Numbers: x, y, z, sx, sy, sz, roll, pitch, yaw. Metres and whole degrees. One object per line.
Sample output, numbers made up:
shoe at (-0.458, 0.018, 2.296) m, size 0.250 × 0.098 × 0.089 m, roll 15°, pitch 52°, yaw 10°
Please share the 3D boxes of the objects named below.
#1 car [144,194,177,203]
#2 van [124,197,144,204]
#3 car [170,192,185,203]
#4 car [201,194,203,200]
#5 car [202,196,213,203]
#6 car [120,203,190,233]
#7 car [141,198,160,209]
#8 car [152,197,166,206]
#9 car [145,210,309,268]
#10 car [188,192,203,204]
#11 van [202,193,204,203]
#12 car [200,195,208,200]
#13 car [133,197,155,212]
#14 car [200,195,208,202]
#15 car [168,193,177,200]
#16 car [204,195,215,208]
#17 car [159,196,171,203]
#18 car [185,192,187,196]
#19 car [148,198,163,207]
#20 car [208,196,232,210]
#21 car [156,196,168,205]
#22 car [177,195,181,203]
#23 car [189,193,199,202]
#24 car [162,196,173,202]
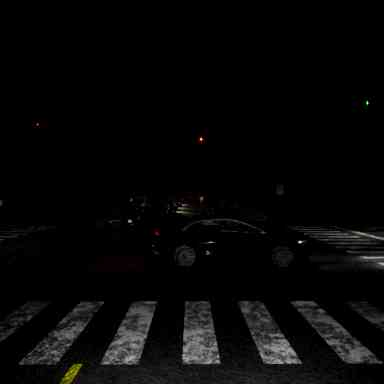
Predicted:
car at (-2.925, 1.353, 32.108) m, size 2.097 × 1.767 × 4.553 m, roll 0°, pitch 0°, yaw 2°
van at (-5.635, 1.342, 33.411) m, size 1.690 × 1.788 × 3.998 m, roll 0°, pitch 0°, yaw 0°
car at (-2.741, 1.224, 52.172) m, size 2.150 × 2.045 × 5.566 m, roll 0°, pitch 0°, yaw 1°
car at (3.087, 1.526, 61.870) m, size 1.752 × 1.417 × 4.829 m, roll 0°, pitch 0°, yaw 0°
car at (3.124, 1.550, 67.370) m, size 2.008 × 1.369 × 4.403 m, roll 0°, pitch 0°, yaw 0°
car at (-2.178, 1.564, 19.636) m, size 1.994 × 1.385 × 4.181 m, roll 0°, pitch 0°, yaw 37°
car at (-5.556, 1.568, 44.747) m, size 1.947 × 1.339 × 4.313 m, roll 0°, pitch 0°, yaw 0°
car at (-5.479, 1.568, 56.084) m, size 1.947 × 1.339 × 4.313 m, roll 0°, pitch 0°, yaw 0°
car at (1.166, 1.496, 10.675) m, size 4.902 × 1.511 × 2.128 m, roll 0°, pitch 0°, yaw 0°
car at (0.430, 1.222, 63.379) m, size 2.150 × 2.045 × 5.566 m, roll 0°, pitch 0°, yaw 0°
van at (3.046, 1.343, 56.031) m, size 1.690 × 1.788 × 3.998 m, roll 0°, pitch 0°, yaw 0°
car at (3.280, 1.556, 90.047) m, size 1.947 × 1.339 × 4.313 m, roll 0°, pitch 0°, yaw 0°
car at (-5.596, 1.442, 39.079) m, size 1.967 × 1.590 × 4.097 m, roll 0°, pitch 0°, yaw 0°
car at (2.890, 1.452, 79.541) m, size 1.801 × 1.575 × 5.366 m, roll 0°, pitch 0°, yaw 0°
car at (-5.246, 1.305, 90.093) m, size 2.192 × 1.841 × 5.009 m, roll 0°, pitch 0°, yaw 0°
car at (2.969, 1.442, 44.693) m, size 1.967 × 1.590 × 4.097 m, roll 0°, pitch 0°, yaw 0°
car at (-5.401, 1.565, 67.420) m, size 1.947 × 1.339 × 4.313 m, roll 0°, pitch 0°, yaw 0°
car at (-2.629, 1.353, 62.398) m, size 2.097 × 1.767 × 4.553 m, roll 0°, pitch 0°, yaw 1°
car at (-5.518, 1.584, 50.416) m, size 1.802 × 1.307 × 4.206 m, roll 0°, pitch 0°, yaw 0°
car at (2.891, 1.442, 33.355) m, size 1.967 × 1.590 × 4.097 m, roll 0°, pitch 0°, yaw 0°
car at (-5.441, 1.526, 61.582) m, size 1.752 × 1.417 × 4.829 m, roll 0°, pitch 0°, yaw 0°
car at (-2.815, 1.480, 42.045) m, size 1.882 × 1.535 × 5.008 m, roll 0°, pitch 0°, yaw 1°
car at (0.501, 1.185, 73.739) m, size 2.097 × 1.767 × 4.553 m, roll 0°, pitch 0°, yaw 0°
car at (-5.362, 1.542, 73.088) m, size 1.887 × 1.381 × 4.507 m, roll 0°, pitch 0°, yaw 0°
